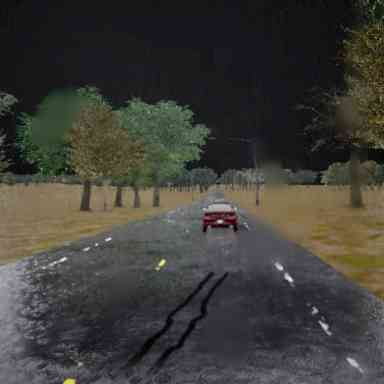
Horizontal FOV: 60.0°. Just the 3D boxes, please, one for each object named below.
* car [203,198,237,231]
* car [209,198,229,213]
[{"bbox_3d":[1.672,1.374,19.890,1.882,1.535,5.008,-1,0,5],"label":"car"},{"bbox_3d":[3.147,1.470,38.167,2.128,1.511,4.902,-1,0,5],"label":"car"}]
